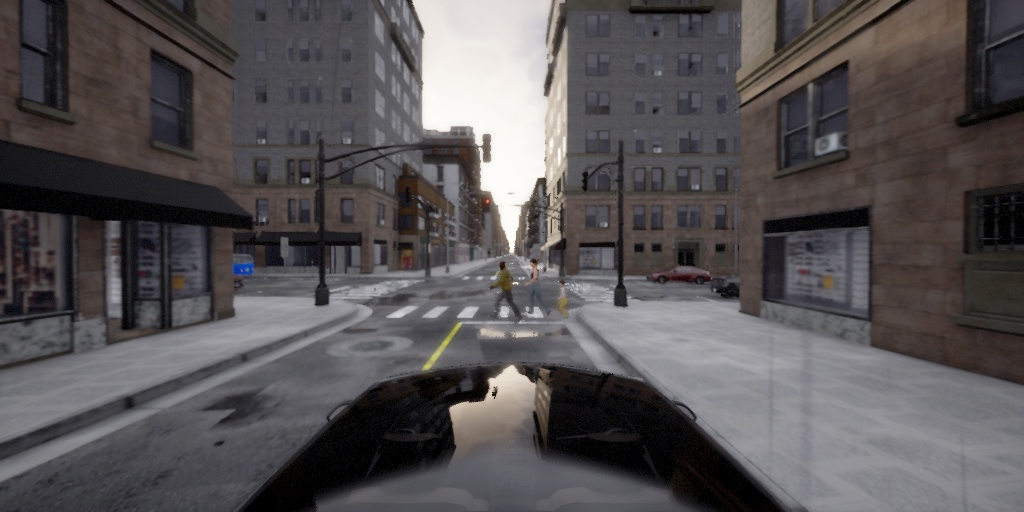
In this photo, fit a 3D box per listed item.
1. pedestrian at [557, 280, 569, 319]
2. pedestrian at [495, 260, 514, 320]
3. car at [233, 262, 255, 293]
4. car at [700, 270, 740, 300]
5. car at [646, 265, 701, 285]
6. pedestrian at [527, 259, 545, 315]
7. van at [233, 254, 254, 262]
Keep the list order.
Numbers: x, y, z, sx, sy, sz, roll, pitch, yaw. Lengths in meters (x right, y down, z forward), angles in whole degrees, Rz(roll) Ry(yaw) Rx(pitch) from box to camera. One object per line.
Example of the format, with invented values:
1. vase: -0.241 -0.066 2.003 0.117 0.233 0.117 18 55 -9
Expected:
1. pedestrian: 1.633 1.270 11.004 0.375 1.300 0.375 0 1 0
2. pedestrian: -0.215 0.994 10.401 0.375 1.860 0.375 0 1 0
3. car: -15.144 1.103 16.862 4.507 1.381 1.888 0 0 0
4. car: 11.618 1.371 16.675 4.403 1.370 2.007 0 0 0
5. car: 11.653 1.306 25.200 4.207 1.307 1.802 0 0 0
6. pedestrian: 0.765 0.987 11.601 0.375 1.860 0.375 0 1 0
7. van: -20.601 0.749 25.433 3.998 1.789 1.690 0 0 0
